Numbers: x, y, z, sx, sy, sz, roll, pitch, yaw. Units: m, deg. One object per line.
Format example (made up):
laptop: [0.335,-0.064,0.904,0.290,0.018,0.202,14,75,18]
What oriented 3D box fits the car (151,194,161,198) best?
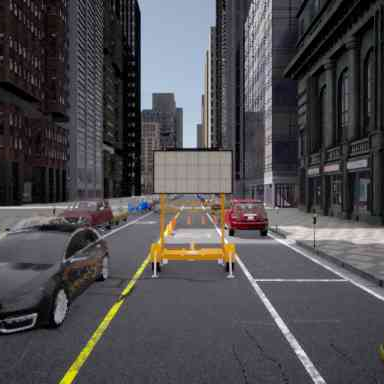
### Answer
car: [-5.645,1.331,46.454,2.192,1.841,5.009,0,0,0]

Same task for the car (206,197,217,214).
car: [2.852,1.559,35.157,2.008,1.369,4.403,0,0,0]

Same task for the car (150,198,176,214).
car: [-2.907,1.609,35.096,1.895,1.301,4.718,0,0,0]

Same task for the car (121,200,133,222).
car: [-5.703,1.528,23.721,1.752,1.417,4.829,0,0,0]

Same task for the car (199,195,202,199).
car: [2.925,1.597,63.359,1.947,1.339,4.313,0,0,0]

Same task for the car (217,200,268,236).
car: [2.807,1.316,18.235,2.192,1.841,5.009,0,0,0]

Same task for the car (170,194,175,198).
car: [-5.571,1.607,74.658,1.947,1.339,4.313,0,0,0]

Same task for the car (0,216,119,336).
car: [-3.081,1.504,7.003,1.837,1.490,4.892,0,0,0]

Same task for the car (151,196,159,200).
car: [-5.659,1.562,40.813,2.008,1.369,4.403,0,0,0]

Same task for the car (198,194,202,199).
car: [2.969,1.590,80.281,1.887,1.381,4.507,0,0,0]

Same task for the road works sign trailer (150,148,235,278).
road works sign trailer: [0.026,0.464,10.151,2.380,3.560,2.880,0,0,0]

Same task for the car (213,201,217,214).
car: [2.822,1.553,23.876,2.008,1.369,4.403,0,0,0]

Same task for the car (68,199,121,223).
car: [-5.718,1.316,18.250,2.192,1.841,5.009,0,0,0]

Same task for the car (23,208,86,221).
car: [-5.733,1.525,12.440,1.752,1.417,4.829,0,0,0]

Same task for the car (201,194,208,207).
car: [2.895,1.461,52.077,1.967,1.590,4.097,0,0,0]

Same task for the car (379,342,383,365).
car: [2.764,1.525,1.484,1.752,1.417,4.829,0,0,0]

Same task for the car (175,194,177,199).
car: [-5.541,1.601,85.939,2.008,1.369,4.403,0,0,0]

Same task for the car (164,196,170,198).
car: [-5.616,1.341,57.735,2.192,1.841,5.009,0,0,0]

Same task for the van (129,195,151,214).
van: [-5.674,1.349,35.173,1.690,1.788,3.998,0,0,0]
